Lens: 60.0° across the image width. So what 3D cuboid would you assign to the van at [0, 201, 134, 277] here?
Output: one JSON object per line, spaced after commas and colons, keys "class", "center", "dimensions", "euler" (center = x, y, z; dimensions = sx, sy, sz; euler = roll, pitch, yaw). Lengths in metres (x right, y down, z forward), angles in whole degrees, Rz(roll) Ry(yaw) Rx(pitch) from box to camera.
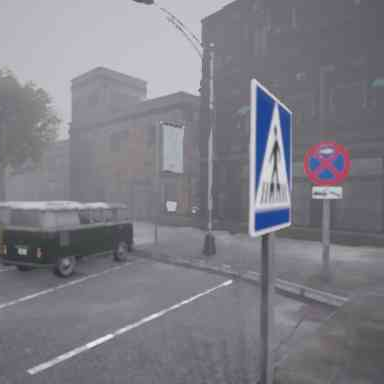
{"class": "van", "center": [-3.539, 1.331, 10.608], "dimensions": [1.878, 1.987, 4.442], "euler": [0, -1, 23]}
